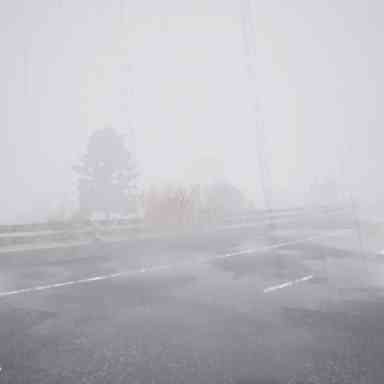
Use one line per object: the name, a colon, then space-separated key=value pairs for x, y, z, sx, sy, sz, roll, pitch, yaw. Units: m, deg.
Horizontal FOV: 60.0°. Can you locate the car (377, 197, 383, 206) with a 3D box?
car: x=32.872 y=1.511 z=56.433 sx=2.128 sy=1.511 sz=4.902 roll=0 pitch=0 yaw=18
